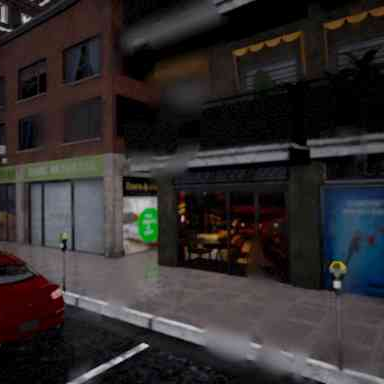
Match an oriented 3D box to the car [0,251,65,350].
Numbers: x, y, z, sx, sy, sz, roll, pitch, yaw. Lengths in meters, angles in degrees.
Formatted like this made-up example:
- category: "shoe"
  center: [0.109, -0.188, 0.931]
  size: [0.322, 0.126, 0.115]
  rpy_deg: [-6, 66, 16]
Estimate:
- category: "car"
  center: [-3.845, 1.644, 5.624]
  size: [4.206, 1.307, 1.802]
  rpy_deg: [-1, -1, 35]
